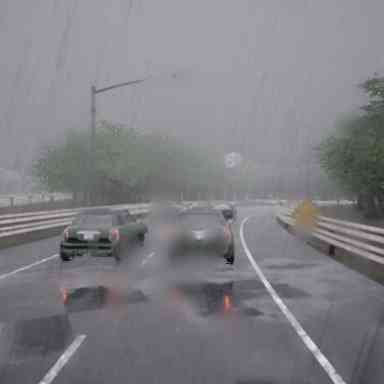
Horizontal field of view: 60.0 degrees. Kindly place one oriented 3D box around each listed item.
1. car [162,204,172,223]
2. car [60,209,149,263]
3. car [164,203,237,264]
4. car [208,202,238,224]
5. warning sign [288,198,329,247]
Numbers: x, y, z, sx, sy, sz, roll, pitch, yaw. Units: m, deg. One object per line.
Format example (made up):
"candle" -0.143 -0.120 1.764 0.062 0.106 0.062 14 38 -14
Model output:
"car" -1.050 1.714 27.240 1.837 1.490 4.892 0 0 12
"car" -3.037 1.425 12.487 2.097 1.767 4.553 0 0 5
"car" 0.465 1.422 12.344 2.097 1.767 4.553 0 0 5
"car" 2.662 1.689 27.834 1.882 1.535 5.008 0 0 12
"warning sign" 4.612 1.190 13.268 1.300 1.860 1.060 0 -1 5
